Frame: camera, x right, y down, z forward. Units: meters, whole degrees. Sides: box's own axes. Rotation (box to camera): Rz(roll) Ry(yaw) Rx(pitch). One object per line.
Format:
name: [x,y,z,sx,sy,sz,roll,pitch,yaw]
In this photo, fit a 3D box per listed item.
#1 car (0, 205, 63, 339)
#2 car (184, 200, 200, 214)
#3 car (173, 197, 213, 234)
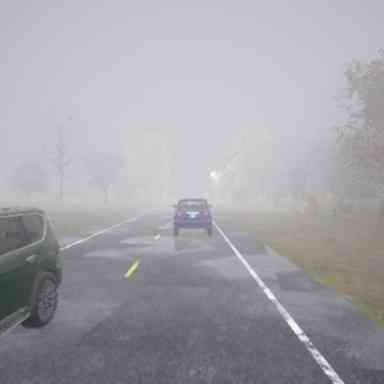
car: [-3.519,1.247,4.135,2.150,2.045,5.566,0,0,0]
car: [0.002,1.737,38.996,1.812,1.442,4.674,0,0,0]
car: [0.041,1.328,19.932,2.150,2.045,5.566,0,0,0]
